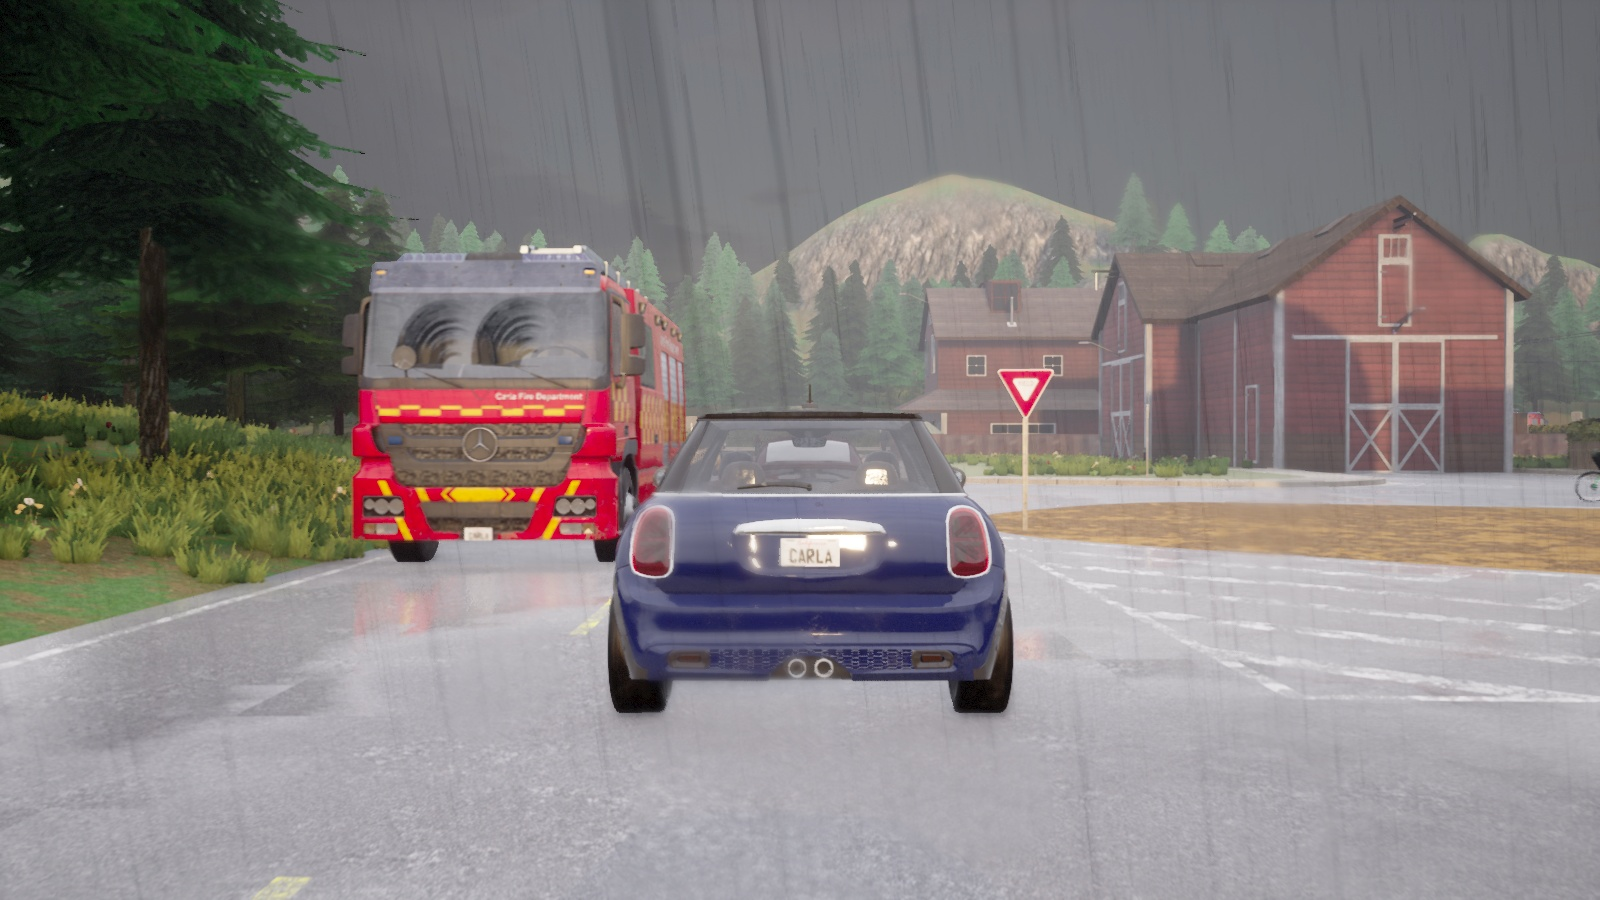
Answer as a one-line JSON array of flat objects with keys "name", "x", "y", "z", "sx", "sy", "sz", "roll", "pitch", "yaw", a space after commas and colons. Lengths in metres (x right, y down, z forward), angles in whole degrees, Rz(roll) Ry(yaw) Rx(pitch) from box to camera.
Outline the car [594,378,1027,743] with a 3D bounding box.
[{"name": "car", "x": 0.063, "y": 0.514, "z": 8.366, "sx": 2.097, "sy": 1.767, "sz": 4.553, "roll": 0, "pitch": 1, "yaw": 0}]

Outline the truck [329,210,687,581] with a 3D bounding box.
[{"name": "truck", "x": -3.387, "y": -0.606, "z": 17.177, "sx": 2.891, "sy": 3.827, "sz": 8.468, "roll": 0, "pitch": 1, "yaw": 0}]

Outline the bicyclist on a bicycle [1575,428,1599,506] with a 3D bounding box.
[{"name": "bicyclist on a bicycle", "x": 17.373, "y": 0.364, "z": 26.472, "sx": 1.656, "sy": 1.620, "sz": 0.582, "roll": 1, "pitch": 1, "yaw": 16}]
